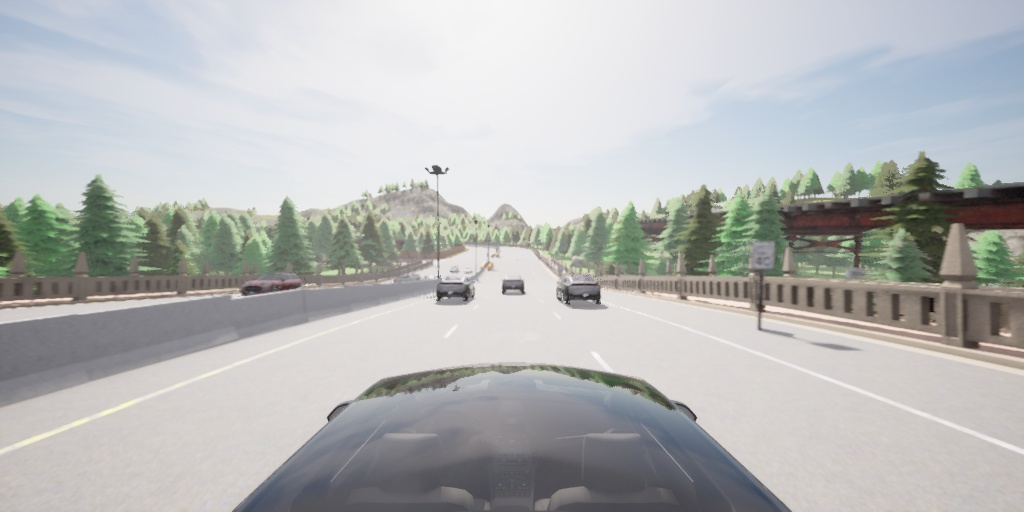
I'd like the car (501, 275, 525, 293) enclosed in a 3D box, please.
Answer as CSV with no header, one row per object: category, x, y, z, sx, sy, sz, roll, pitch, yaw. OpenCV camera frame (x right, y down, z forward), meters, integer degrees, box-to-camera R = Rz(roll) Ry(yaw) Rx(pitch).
car,0.101,2.424,31.509,2.128,1.511,4.902,0,-3,0

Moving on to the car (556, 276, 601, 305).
car,3.601,1.847,19.982,2.128,1.511,4.902,0,-3,0

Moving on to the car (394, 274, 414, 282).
car,-14.069,3.232,47.372,1.837,1.490,4.892,0,-3,0

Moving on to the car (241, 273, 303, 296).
car,-17.593,2.038,26.556,2.097,1.767,4.553,0,-3,0

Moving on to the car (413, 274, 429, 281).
car,-10.573,3.136,45.731,2.128,1.511,4.902,0,-3,0

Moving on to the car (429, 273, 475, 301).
car,-3.399,1.962,22.262,2.128,1.511,4.902,0,-3,0
